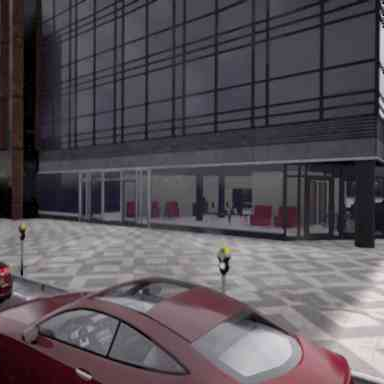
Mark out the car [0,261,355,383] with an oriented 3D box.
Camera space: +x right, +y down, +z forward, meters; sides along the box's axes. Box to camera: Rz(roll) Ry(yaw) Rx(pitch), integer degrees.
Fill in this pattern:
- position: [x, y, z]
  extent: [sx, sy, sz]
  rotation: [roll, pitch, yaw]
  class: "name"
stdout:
- position: [-0.592, 1.570, 3.376]
  extent: [4.206, 1.307, 1.802]
  rotation: [0, 0, 35]
  class: "car"
